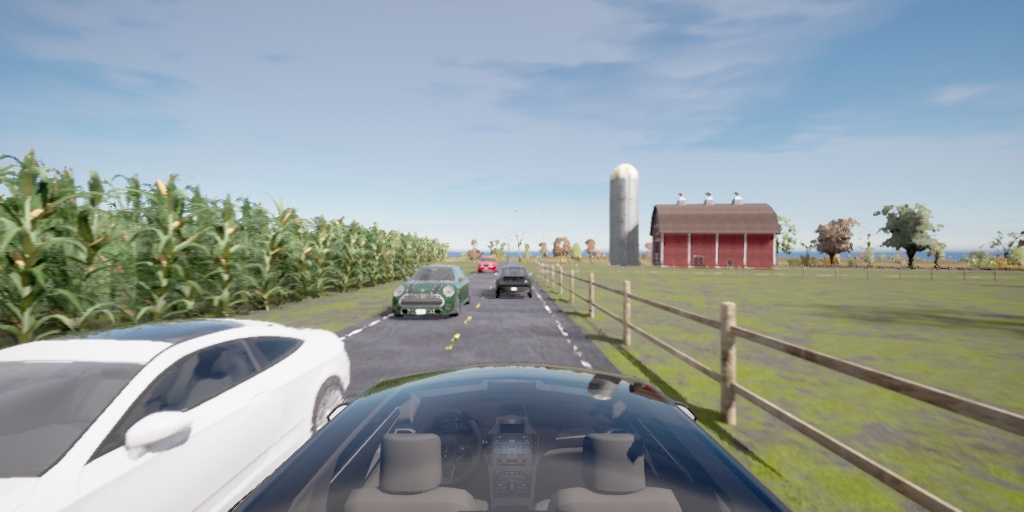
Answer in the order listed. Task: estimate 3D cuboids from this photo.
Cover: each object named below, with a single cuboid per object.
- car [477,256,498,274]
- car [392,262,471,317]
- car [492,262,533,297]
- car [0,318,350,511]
[{"bbox_3d":[-2.902,1.053,43.170,2.150,2.045,5.566,0,0,0],"label":"car"},{"bbox_3d":[-2.778,1.119,13.255,2.097,1.767,4.553,0,0,0],"label":"car"},{"bbox_3d":[0.093,1.286,19.290,1.837,1.490,4.892,0,0,0],"label":"car"},{"bbox_3d":[-2.836,1.277,2.532,1.812,1.442,4.674,0,0,0],"label":"car"}]
